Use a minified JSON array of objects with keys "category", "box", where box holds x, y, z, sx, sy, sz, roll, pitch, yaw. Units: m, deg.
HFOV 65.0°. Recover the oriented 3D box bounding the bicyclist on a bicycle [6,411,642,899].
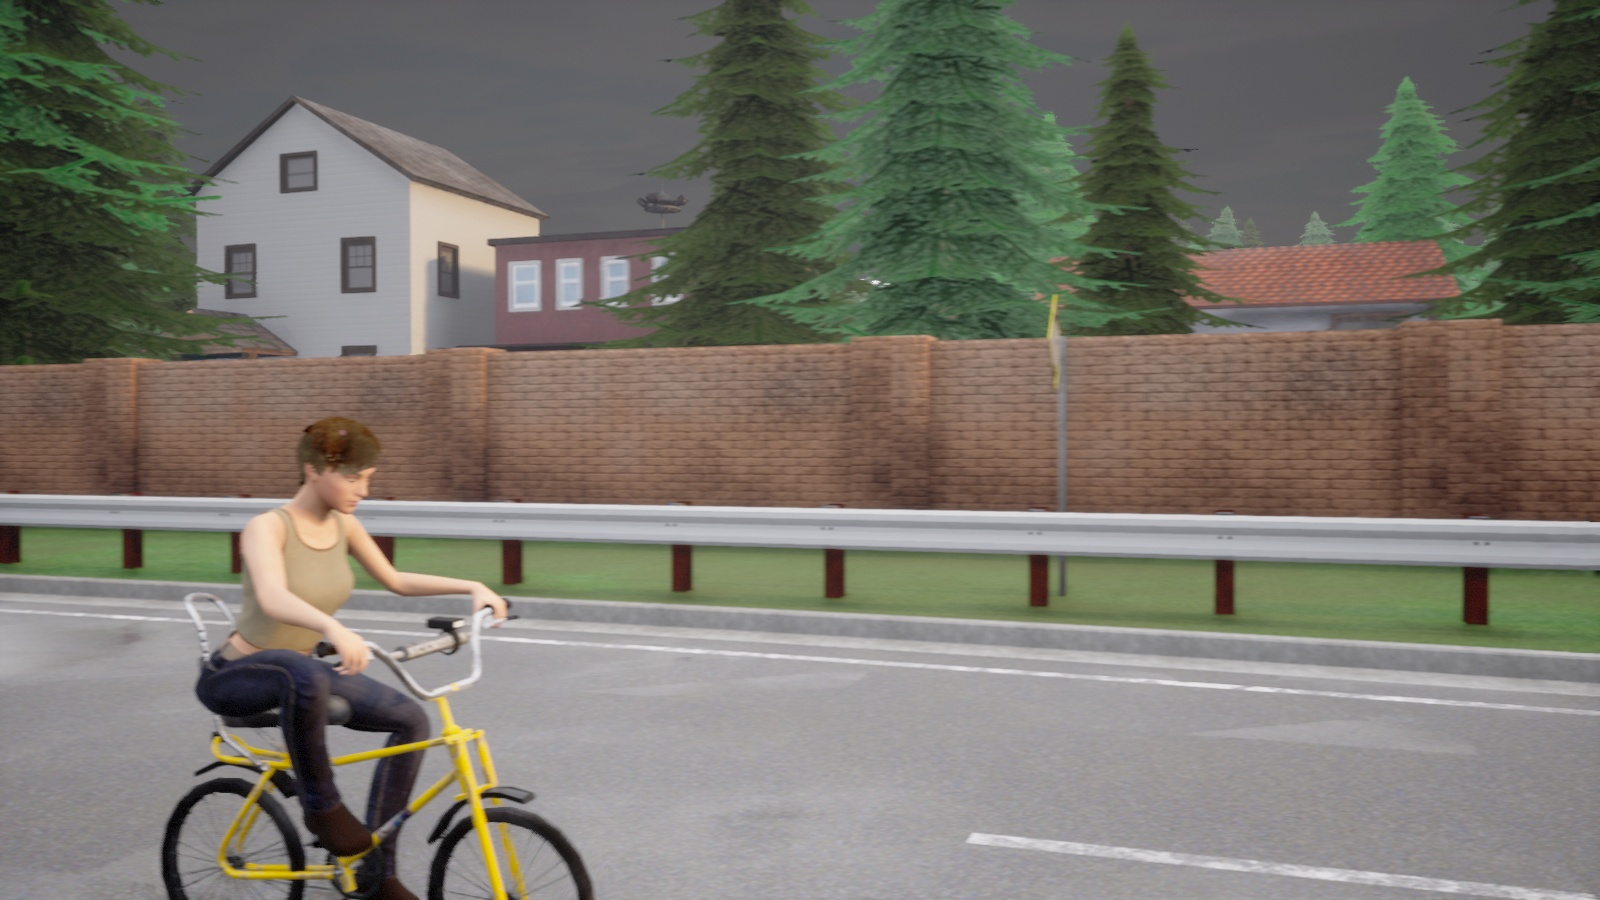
[{"category":"bicyclist on a bicycle","box":[-1.335,0.700,3.640,1.509,1.612,0.866,1,1,19]}]
